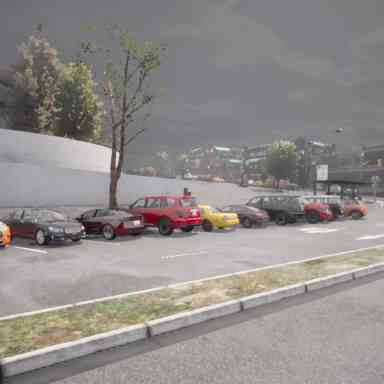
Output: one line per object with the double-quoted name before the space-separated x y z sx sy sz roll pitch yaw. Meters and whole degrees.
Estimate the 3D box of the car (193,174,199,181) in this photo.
"car" 3.275 -3.851 92.035 2.185 1.767 4.553 6 3 34

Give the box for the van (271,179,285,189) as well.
"van" 18.920 -1.491 69.826 1.878 1.987 4.442 7 4 35

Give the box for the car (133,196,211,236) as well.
"car" -2.084 1.249 18.759 5.566 2.045 2.435 -1 -1 34

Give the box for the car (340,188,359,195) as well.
"car" 27.591 0.136 57.613 2.002 1.452 4.674 7 3 35

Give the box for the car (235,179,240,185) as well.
"car" 12.035 -2.318 79.806 2.002 1.452 4.674 7 3 35

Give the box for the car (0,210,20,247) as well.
"car" -9.411 1.367 13.536 4.553 1.767 2.185 -1 -1 34

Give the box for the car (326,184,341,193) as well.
"car" 25.898 -0.427 60.084 2.435 2.045 5.566 7 3 35

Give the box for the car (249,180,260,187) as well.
"car" 15.613 -1.812 75.026 1.946 1.575 5.366 7 3 35

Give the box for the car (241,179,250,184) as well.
"car" 13.780 -2.044 77.345 2.002 1.452 4.674 7 4 35

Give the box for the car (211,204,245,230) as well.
"car" 0.235 1.504 20.588 5.366 1.575 1.946 -1 -1 35

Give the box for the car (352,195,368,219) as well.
"car" 12.723 1.404 29.108 4.553 1.767 2.185 -1 -1 35

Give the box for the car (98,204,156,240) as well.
"car" -4.527 1.525 17.012 4.792 1.488 2.163 -1 -1 34

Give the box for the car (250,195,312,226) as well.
"car" 5.266 1.263 23.977 5.566 2.045 2.435 -1 -1 35

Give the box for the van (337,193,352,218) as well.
"van" 10.315 1.297 27.356 4.442 1.987 1.878 -1 -1 35

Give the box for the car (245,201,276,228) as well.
"car" 2.840 1.549 22.218 4.674 1.452 2.002 -1 -1 35

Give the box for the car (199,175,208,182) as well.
"car" 5.071 -3.699 89.570 2.435 2.045 5.566 7 3 34

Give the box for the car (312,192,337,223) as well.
"car" 7.778 1.268 25.684 5.566 2.045 2.435 -1 -1 35

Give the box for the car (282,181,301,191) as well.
"car" 20.682 -0.993 67.465 2.231 1.521 4.892 7 3 35

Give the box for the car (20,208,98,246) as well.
"car" -6.946 1.494 15.263 4.892 1.521 2.231 -1 -1 34

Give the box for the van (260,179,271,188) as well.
"van" 17.189 -1.764 72.296 1.878 1.987 4.442 7 4 35

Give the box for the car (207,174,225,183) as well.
"car" 6.924 -3.177 87.312 1.946 1.575 5.366 7 3 34

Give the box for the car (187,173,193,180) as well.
"car" 1.543 -4.086 94.503 2.185 1.767 4.553 4 1 33
